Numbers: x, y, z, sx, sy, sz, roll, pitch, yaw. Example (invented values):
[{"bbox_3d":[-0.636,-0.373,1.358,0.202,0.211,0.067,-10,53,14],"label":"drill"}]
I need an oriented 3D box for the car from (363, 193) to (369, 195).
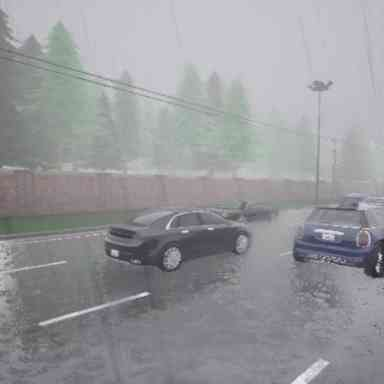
[{"bbox_3d":[12.955,1.047,23.103,2.033,1.411,5.357,3,3,44],"label":"car"}]

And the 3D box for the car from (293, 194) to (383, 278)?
[{"bbox_3d":[4.884,1.121,9.806,2.097,1.767,4.553,3,3,44],"label":"car"}]

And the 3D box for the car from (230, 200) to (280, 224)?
[{"bbox_3d":[2.728,1.086,17.628,1.895,1.301,4.718,3,3,44],"label":"car"}]

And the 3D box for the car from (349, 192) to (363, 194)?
[{"bbox_3d":[15.410,0.786,30.624,1.882,1.535,5.008,3,3,44],"label":"car"}]

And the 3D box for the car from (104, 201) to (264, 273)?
[{"bbox_3d":[-0.145,1.187,9.671,1.837,1.490,4.892,3,3,44],"label":"car"}]
